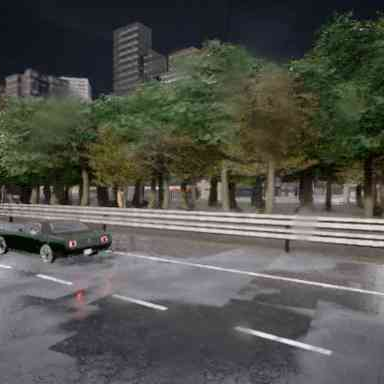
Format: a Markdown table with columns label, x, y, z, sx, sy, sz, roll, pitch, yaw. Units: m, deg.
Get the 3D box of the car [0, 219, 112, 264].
| label | x | y | z | sx | sy | sz | roll | pitch | yaw |
| --- | --- | --- | --- | --- | --- | --- | --- | --- | --- |
| car | -5.097 | 1.601 | 11.809 | 4.718 | 1.301 | 1.895 | 0 | 0 | 36 |
